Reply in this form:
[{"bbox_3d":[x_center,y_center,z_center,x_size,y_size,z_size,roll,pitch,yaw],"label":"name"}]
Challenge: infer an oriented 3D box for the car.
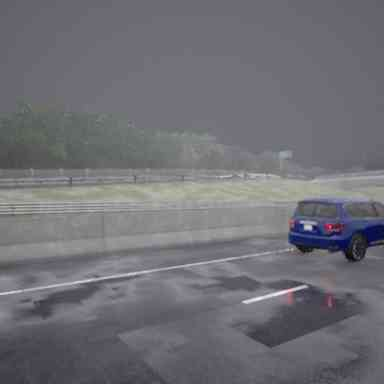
[{"bbox_3d":[5.989,1.251,12.394,5.566,2.045,2.150,0,0,-35],"label":"car"}]
